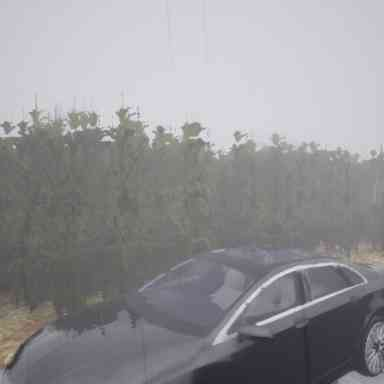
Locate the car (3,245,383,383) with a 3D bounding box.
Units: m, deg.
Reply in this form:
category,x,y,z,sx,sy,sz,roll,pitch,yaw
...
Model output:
category,x,y,z,sx,sy,sz,roll,pitch,yaw
car,0.569,1.472,3.897,4.902,1.511,2.128,-1,0,-35
